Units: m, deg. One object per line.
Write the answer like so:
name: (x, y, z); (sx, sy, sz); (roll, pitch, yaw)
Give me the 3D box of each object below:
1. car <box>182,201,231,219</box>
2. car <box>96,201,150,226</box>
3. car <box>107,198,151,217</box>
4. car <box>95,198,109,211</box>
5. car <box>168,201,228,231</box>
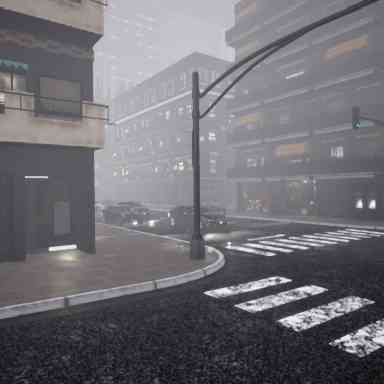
car: (1.198, 1.512, 29.152); (2.008, 1.369, 4.403); (-1, 1, -36)
car: (-5.182, 1.632, 24.527); (1.947, 1.339, 4.313); (-1, 1, -36)
car: (-5.300, 1.540, 28.887); (1.837, 1.490, 4.892); (-1, 1, -36)
car: (-11.347, 1.568, 37.244); (1.812, 1.442, 4.674); (-1, 1, -36)
car: (0.268, 1.534, 21.209); (1.837, 1.490, 4.892); (-1, 1, -36)
